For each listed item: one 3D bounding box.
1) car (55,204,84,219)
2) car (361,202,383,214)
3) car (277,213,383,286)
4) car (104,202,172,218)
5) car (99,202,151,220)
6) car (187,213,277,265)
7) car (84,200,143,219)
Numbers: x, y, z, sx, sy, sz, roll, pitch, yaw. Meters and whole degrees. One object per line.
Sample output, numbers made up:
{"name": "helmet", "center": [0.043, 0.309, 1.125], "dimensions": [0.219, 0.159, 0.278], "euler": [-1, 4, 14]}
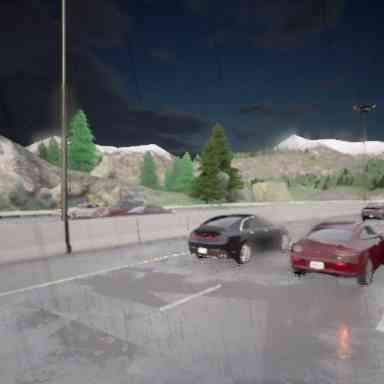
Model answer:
{"name": "car", "center": [-9.997, 1.722, 30.615], "dimensions": [1.895, 1.301, 4.718], "euler": [0, 0, 42]}
{"name": "car", "center": [14.427, 1.516, 25.146], "dimensions": [4.902, 1.511, 2.128], "euler": [0, 0, -43]}
{"name": "car", "center": [4.371, 1.539, 9.532], "dimensions": [1.812, 1.442, 4.674], "euler": [0, 0, 40]}
{"name": "car", "center": [-3.251, 1.601, 22.409], "dimensions": [1.812, 1.442, 4.674], "euler": [0, 0, 42]}
{"name": "car", "center": [-5.919, 1.670, 29.833], "dimensions": [1.994, 1.385, 4.181], "euler": [0, 0, 43]}
{"name": "car", "center": [1.860, 1.533, 11.972], "dimensions": [1.837, 1.490, 4.892], "euler": [-1, 0, 40]}
{"name": "car", "center": [-5.373, 1.443, 25.251], "dimensions": [2.097, 1.767, 4.553], "euler": [0, 0, 42]}
